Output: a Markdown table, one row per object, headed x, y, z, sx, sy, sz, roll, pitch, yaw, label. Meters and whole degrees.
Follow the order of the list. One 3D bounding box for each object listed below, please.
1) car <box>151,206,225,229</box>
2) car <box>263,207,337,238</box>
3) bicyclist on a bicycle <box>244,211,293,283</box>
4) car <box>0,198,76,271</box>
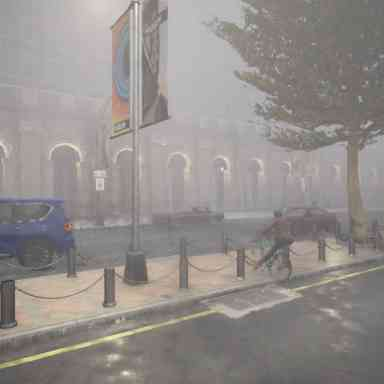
| x | y | z | sx | sy | sz | roll | pitch | yaw | label |
| --- | --- | --- | --- | --- | --- | --- | --- | --- | --- |
| -0.236 | 1.595 | 21.669 | 4.718 | 1.301 | 1.895 | 0 | 0 | -35 | car |
| 5.895 | 1.527 | 17.803 | 4.674 | 1.442 | 1.812 | -1 | 0 | -35 | car |
| 2.032 | 1.296 | 8.407 | 0.582 | 1.620 | 1.656 | 19 | 3 | -35 | bicyclist on a bicycle |
| -6.221 | 1.221 | 9.393 | 5.566 | 2.045 | 2.150 | 0 | 0 | -34 | car |
